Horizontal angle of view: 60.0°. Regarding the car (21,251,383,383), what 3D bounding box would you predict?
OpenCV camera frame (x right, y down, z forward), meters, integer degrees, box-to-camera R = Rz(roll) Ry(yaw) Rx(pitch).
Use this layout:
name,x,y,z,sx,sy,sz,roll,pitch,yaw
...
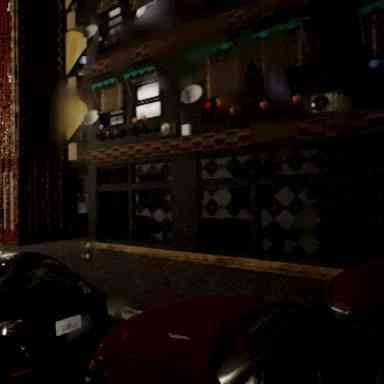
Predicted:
name,x,y,z,sx,sy,sz,roll,pitch,yaw
car,1.480,1.314,1.795,5.009,1.841,2.192,0,-1,36

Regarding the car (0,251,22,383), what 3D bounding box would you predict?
name,x,y,z,sx,sy,sz,roll,pitch,yaw
car,-3.122,1.592,5.082,4.313,1.339,1.947,0,-1,36
